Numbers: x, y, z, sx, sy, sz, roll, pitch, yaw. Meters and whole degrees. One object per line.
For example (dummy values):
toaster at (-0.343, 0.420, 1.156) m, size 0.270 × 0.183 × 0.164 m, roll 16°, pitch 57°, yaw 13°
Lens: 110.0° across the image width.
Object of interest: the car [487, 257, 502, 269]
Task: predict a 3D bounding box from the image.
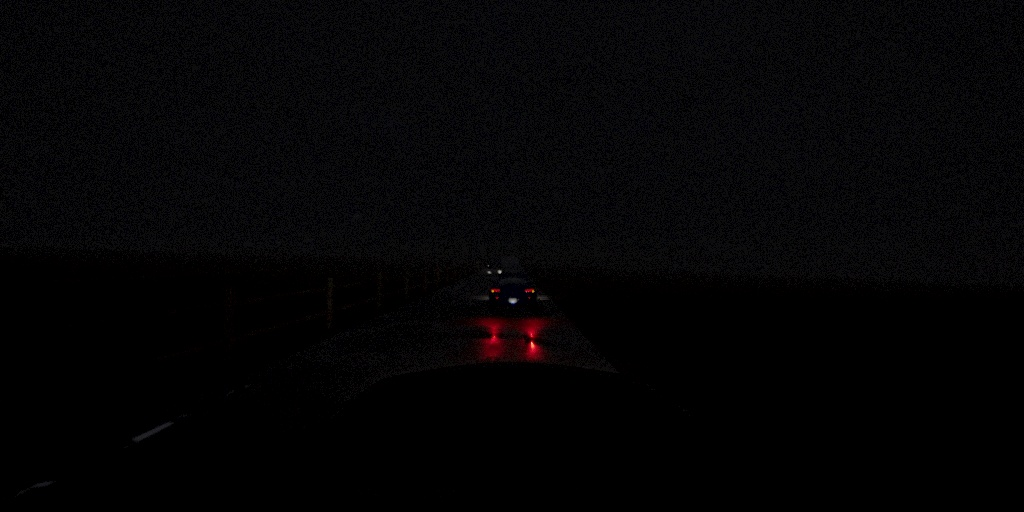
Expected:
car at (-2.805, 1.119, 59.148) m, size 2.150 × 2.045 × 5.566 m, roll 0°, pitch 0°, yaw 1°

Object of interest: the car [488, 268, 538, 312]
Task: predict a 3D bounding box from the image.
car at (0.049, 1.388, 14.783) m, size 1.812 × 1.442 × 4.674 m, roll 0°, pitch 0°, yaw 0°

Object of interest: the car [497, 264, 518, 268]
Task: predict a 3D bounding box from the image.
car at (0.035, 1.538, 28.501) m, size 1.895 × 1.301 × 4.718 m, roll 0°, pitch 0°, yaw 0°
